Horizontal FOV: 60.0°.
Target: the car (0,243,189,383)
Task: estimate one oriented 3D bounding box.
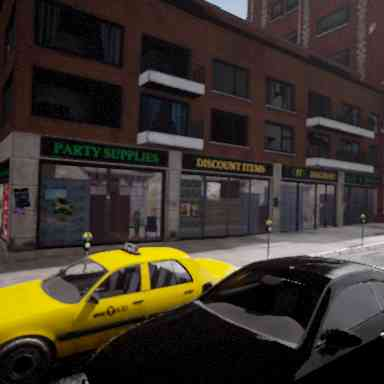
[{"bbox_3d":[-1.206,1.536,5.214,4.829,1.417,1.752,0,1,-36],"label":"car"}]

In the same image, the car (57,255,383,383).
[{"bbox_3d":[1.166,1.542,3.783,4.674,1.442,1.812,0,0,-36],"label":"car"}]
